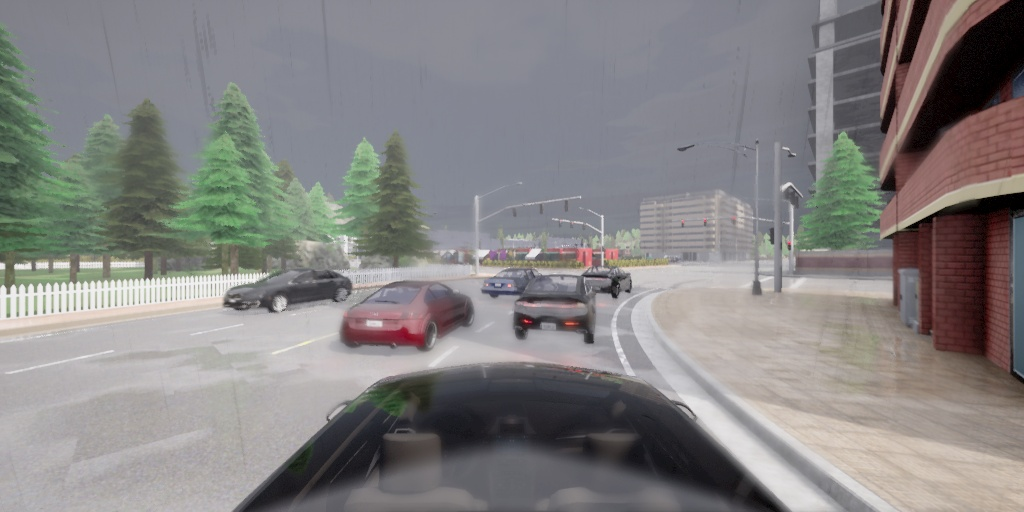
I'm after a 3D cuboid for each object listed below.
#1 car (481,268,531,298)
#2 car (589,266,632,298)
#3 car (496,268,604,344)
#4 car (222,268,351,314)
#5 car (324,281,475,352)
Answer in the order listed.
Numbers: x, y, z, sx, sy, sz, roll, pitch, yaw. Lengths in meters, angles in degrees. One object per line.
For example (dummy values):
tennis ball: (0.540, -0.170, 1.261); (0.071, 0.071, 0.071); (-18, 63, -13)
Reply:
car: (0.461, 1.297, 17.805); (2.033, 1.411, 5.357); (0, 0, 25)
car: (4.834, 1.235, 18.319); (2.128, 1.511, 4.902); (1, 1, 29)
car: (1.343, 1.241, 9.758); (2.128, 1.511, 4.902); (0, 0, 14)
car: (-8.511, 1.257, 14.140); (1.837, 1.490, 4.892); (0, -1, 17)
car: (-2.367, 1.314, 9.086); (1.994, 1.385, 4.181); (0, 0, 10)
